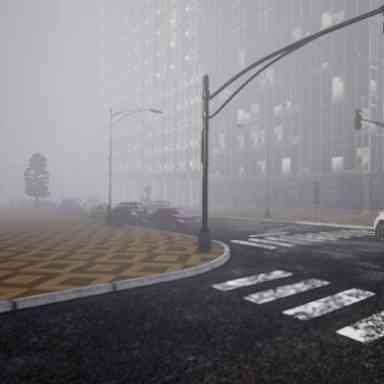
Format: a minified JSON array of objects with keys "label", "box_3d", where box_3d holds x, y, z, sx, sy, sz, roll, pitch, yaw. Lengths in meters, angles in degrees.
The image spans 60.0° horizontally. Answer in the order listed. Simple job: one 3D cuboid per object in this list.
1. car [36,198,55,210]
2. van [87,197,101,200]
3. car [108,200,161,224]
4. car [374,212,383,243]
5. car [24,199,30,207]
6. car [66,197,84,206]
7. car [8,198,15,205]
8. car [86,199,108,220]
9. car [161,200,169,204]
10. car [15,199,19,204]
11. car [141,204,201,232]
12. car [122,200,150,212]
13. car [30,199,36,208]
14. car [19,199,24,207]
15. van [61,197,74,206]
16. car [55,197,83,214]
[{"label":"car","box_3d":[-20.669,1.882,48.113,2.008,1.369,4.403,0,-1,-35]},{"label":"van","box_3d":[-17.054,1.817,57.573,1.690,1.788,3.998,0,-1,-35]},{"label":"car","box_3d":[-4.395,1.500,24.819,1.967,1.590,4.097,0,-1,-35]},{"label":"car","box_3d":[8.955,1.125,12.144,2.150,2.045,5.566,1,0,2]},{"label":"car","box_3d":[-27.178,1.985,57.432,1.887,1.381,4.507,0,-1,-35]},{"label":"car","box_3d":[-23.564,1.900,66.891,2.192,1.841,5.009,0,-1,-35]},{"label":"car","box_3d":[-40.197,2.208,76.068,2.008,1.369,4.403,0,-1,-35]},{"label":"car","box_3d":[-7.552,1.638,29.338,1.752,1.417,4.829,0,-1,-35]},{"label":"car","box_3d":[-4.035,1.699,38.936,1.967,1.590,4.097,0,-1,-35]},{"label":"car","box_3d":[-33.688,2.131,66.750,1.802,1.307,4.206,0,-1,-35]},{"label":"car","box_3d":[-1.140,1.588,20.159,1.802,1.307,4.206,0,-1,-35]},{"label":"car","box_3d":[-7.386,1.840,43.733,1.752,1.417,4.829,0,-1,-35]},{"label":"car","box_3d":[-23.923,1.952,52.773,1.947,1.339,4.313,0,-1,-35]},{"label":"car","box_3d":[-30.433,2.045,62.091,2.008,1.369,4.403,0,-1,-35]},{"label":"van","box_3d":[-26.818,1.980,71.550,1.690,1.788,3.998,0,-1,-35]},{"label":"car","box_3d":[-14.160,1.663,38.797,1.967,1.590,4.097,0,-1,-35]}]
